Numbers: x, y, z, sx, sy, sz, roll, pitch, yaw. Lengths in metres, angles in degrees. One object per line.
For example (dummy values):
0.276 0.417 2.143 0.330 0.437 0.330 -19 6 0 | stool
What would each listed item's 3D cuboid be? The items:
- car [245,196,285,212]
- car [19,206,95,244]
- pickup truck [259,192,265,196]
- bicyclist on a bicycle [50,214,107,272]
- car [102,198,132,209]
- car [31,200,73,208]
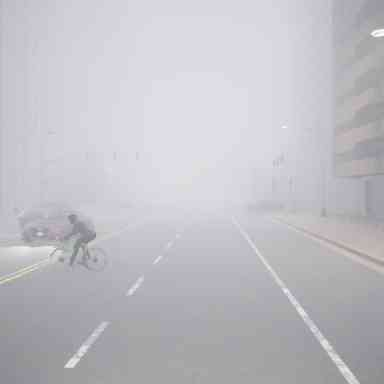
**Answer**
8.357 1.526 38.080 4.674 1.442 1.812 0 0 -21 | car
-6.179 1.564 15.783 1.994 1.385 4.181 0 0 4 | car
18.811 1.059 89.148 2.390 2.098 6.274 0 0 34 | pickup truck
-3.211 1.453 9.379 1.656 1.620 0.582 0 0 4 | bicyclist on a bicycle
-10.308 1.564 45.951 4.181 1.385 1.994 0 0 28 | car
-9.269 1.355 21.817 2.097 1.767 4.553 0 0 4 | car
